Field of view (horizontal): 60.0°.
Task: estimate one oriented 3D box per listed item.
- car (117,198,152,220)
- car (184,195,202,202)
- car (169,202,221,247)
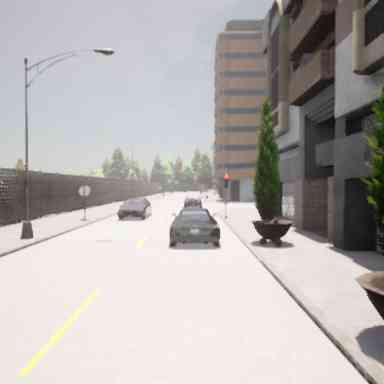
[{"bbox_3d":[-3.997,1.151,24.114,2.033,1.411,5.357,0,1,0],"label":"car"},{"bbox_3d":[0.104,0.985,36.840,1.895,1.301,4.718,0,1,0],"label":"car"},{"bbox_3d":[0.102,1.330,13.883,1.994,1.385,4.181,0,1,0],"label":"car"}]
